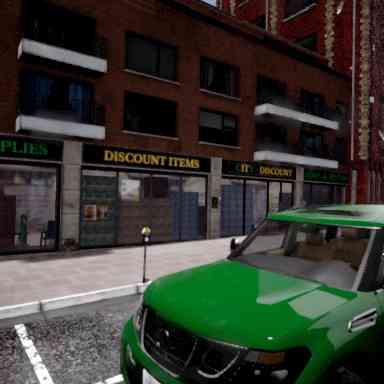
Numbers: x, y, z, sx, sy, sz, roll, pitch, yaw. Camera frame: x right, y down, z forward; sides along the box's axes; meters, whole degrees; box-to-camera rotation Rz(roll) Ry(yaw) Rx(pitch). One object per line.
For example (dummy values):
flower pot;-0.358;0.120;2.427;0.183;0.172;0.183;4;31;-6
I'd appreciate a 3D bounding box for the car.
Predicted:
car;1.918;1.225;4.323;5.566;2.045;2.150;0;0;-36
